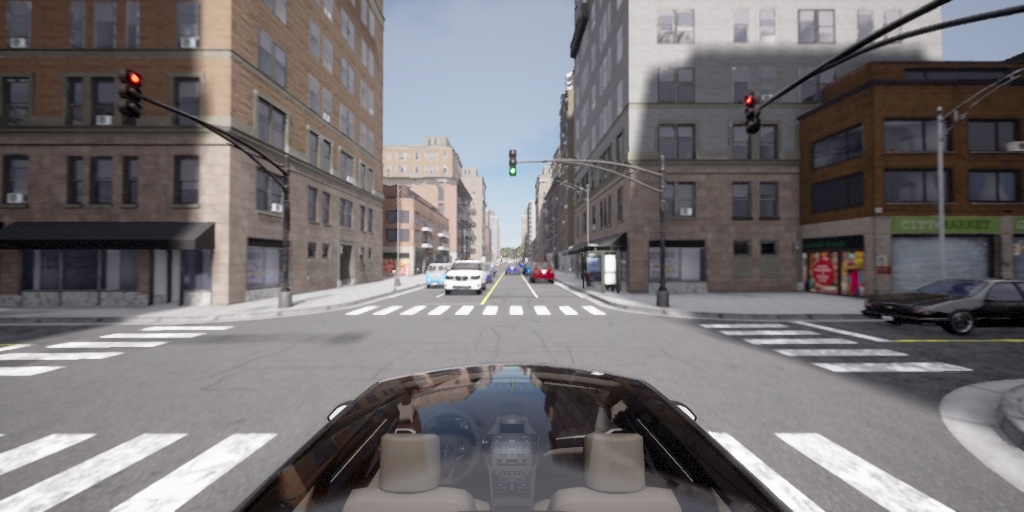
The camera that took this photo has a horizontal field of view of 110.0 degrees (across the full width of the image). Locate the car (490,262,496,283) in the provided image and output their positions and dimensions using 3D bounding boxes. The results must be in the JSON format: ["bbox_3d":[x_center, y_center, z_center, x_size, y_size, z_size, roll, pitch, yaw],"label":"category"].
[{"bbox_3d":[-2.843,1.561,33.197,2.097,1.767,4.553,0,-1,0],"label":"car"}]

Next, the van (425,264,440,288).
[{"bbox_3d":[-5.404,1.463,27.245,1.690,1.789,3.998,0,0,0],"label":"van"}]

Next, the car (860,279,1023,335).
[{"bbox_3d":[13.291,1.357,10.163,5.357,1.411,2.033,0,-1,0],"label":"car"}]

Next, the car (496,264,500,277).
[{"bbox_3d":[-2.830,1.971,44.250,1.895,1.301,4.718,0,-1,0],"label":"car"}]

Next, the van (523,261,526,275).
[{"bbox_3d":[2.698,1.778,48.868,1.690,1.789,3.998,0,0,0],"label":"van"}]

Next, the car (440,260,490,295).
[{"bbox_3d":[-2.847,1.283,22.991,2.150,2.045,5.566,0,-1,0],"label":"car"}]

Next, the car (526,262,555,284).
[{"bbox_3d":[2.710,1.516,32.651,2.192,1.841,5.009,0,0,0],"label":"car"}]

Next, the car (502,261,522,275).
[{"bbox_3d":[0.057,1.834,52.000,2.097,1.767,4.553,0,-1,1],"label":"car"}]
